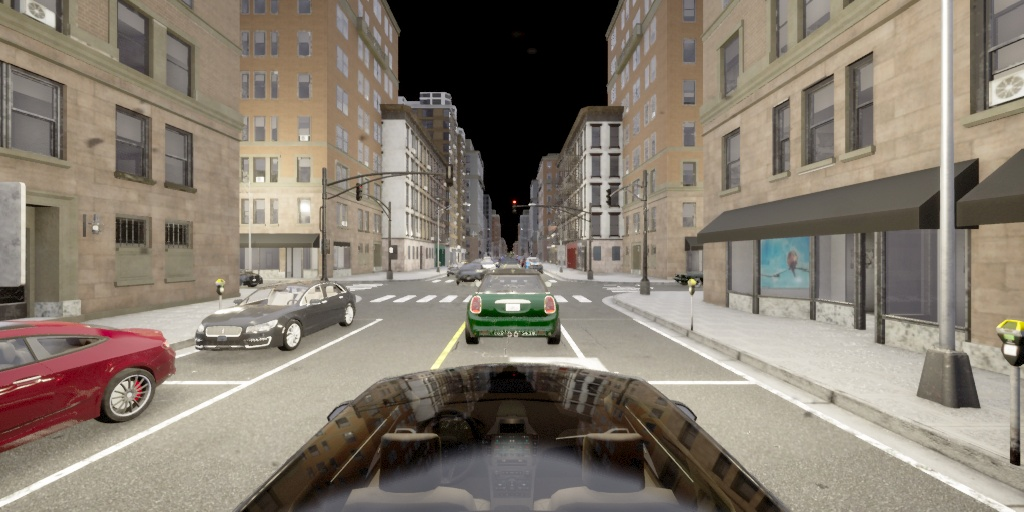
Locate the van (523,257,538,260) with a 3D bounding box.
[{"bbox_3d":[2.637,1.084,46.533,1.690,1.789,3.998,0,0,0],"label":"van"}]

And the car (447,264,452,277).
[{"bbox_3d":[-5.393,1.296,35.719,2.007,1.370,4.403,0,0,0],"label":"car"}]

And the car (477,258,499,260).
[{"bbox_3d":[-2.855,1.270,41.594,1.812,1.442,4.674,0,0,0],"label":"car"}]

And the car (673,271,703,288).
[{"bbox_3d":[13.495,1.431,24.079,4.718,1.301,1.895,0,0,0],"label":"car"}]

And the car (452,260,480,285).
[{"bbox_3d":[-2.851,1.249,25.804,1.837,1.490,4.892,0,-1,0],"label":"car"}]

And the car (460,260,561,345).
[{"bbox_3d":[0.040,1.102,9.685,2.097,1.767,4.553,0,0,1],"label":"car"}]

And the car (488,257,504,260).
[{"bbox_3d":[-2.845,1.289,57.656,2.033,1.411,5.357,0,0,0],"label":"car"}]

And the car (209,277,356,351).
[{"bbox_3d":[-5.389,1.300,8.843,2.007,1.370,4.403,0,0,0],"label":"car"}]

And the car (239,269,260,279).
[{"bbox_3d":[-17.145,1.223,21.077,4.181,1.385,1.994,0,0,0],"label":"car"}]

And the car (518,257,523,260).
[{"bbox_3d":[2.640,1.056,62.752,2.192,1.841,5.009,0,0,0],"label":"car"}]

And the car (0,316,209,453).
[{"bbox_3d":[-5.389,1.332,3.161,1.802,1.307,4.207,0,0,0],"label":"car"}]
